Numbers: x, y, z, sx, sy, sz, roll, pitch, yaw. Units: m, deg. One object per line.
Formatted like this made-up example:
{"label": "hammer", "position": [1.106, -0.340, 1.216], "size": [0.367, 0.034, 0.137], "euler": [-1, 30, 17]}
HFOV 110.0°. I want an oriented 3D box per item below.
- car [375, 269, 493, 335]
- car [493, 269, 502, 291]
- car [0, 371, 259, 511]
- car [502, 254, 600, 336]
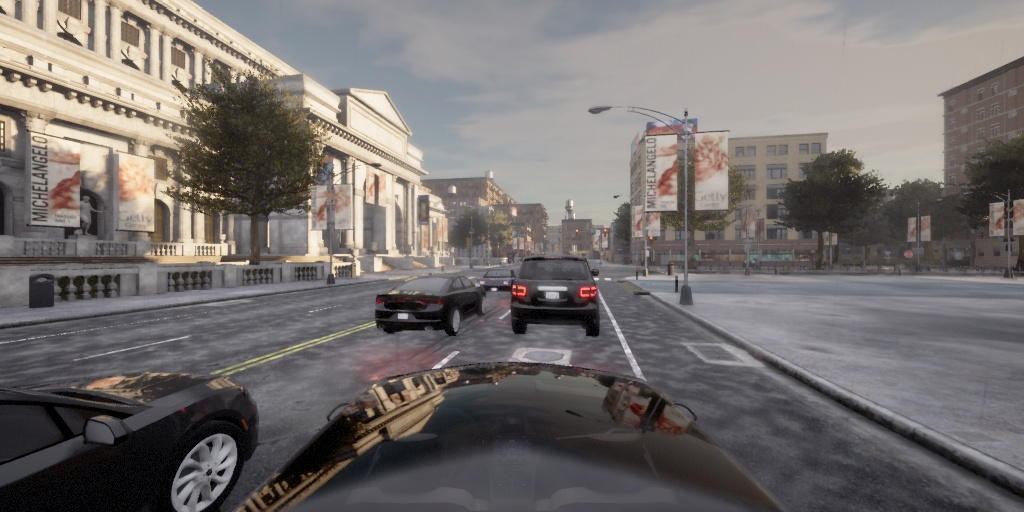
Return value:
{"label": "car", "position": [-2.106, 1.228, 10.651], "size": [1.882, 1.535, 5.008], "euler": [0, 0, 9]}
{"label": "car", "position": [-0.445, 1.351, 19.772], "size": [1.895, 1.301, 4.718], "euler": [0, 0, 11]}
{"label": "car", "position": [-3.203, 1.255, 1.258], "size": [1.837, 1.490, 4.892], "euler": [0, 0, 0]}
{"label": "car", "position": [1.381, 0.971, 10.636], "size": [2.150, 2.045, 5.566], "euler": [0, 0, 10]}
